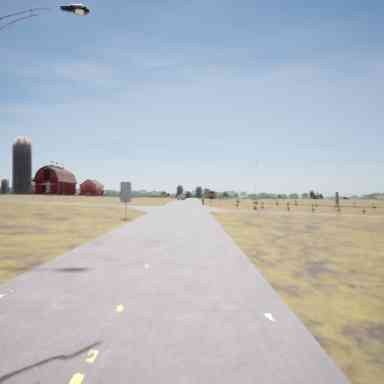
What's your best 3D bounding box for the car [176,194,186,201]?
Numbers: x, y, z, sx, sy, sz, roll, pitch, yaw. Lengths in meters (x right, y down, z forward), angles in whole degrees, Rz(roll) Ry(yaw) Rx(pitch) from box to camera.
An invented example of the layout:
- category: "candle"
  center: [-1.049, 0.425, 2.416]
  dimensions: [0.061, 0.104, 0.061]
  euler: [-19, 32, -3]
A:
- category: "car"
  center: [-2.735, 1.437, 81.387]
  dimensions: [1.837, 1.490, 4.892]
  euler: [0, 0, 0]
